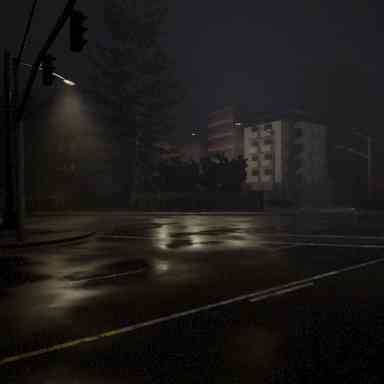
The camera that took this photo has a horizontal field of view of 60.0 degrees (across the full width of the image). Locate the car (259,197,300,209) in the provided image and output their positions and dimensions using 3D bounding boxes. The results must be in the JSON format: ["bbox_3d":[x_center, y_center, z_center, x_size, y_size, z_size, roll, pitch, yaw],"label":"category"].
[{"bbox_3d":[9.981,1.193,38.051,1.895,1.301,4.718,-1,1,-35],"label":"car"}]

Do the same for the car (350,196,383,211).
[{"bbox_3d":[18.031,1.101,33.057,1.994,1.385,4.181,-1,1,-35],"label":"car"}]

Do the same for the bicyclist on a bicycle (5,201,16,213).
[{"bbox_3d":[-18.106,1.346,33.202,0.582,1.620,1.656,-1,1,9],"label":"bicyclist on a bicycle"}]
